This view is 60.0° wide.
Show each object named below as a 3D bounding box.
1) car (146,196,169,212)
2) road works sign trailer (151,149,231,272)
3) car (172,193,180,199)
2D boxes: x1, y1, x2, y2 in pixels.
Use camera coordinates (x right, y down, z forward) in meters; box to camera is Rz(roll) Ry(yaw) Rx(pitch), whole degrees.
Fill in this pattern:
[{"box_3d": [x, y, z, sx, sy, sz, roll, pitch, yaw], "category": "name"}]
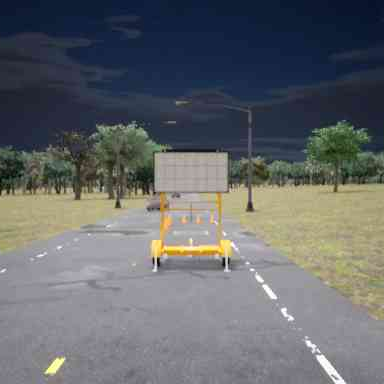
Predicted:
[{"box_3d": [-3.690, 1.189, 36.176, 2.097, 1.767, 4.553, 0, 0, 0], "category": "car"}, {"box_3d": [-0.026, 0.441, 10.692, 2.380, 3.560, 2.880, 0, 0, 0], "category": "road works sign trailer"}, {"box_3d": [-3.696, 0.813, 77.513, 1.882, 1.535, 5.008, 0, 1, 0], "category": "car"}]
